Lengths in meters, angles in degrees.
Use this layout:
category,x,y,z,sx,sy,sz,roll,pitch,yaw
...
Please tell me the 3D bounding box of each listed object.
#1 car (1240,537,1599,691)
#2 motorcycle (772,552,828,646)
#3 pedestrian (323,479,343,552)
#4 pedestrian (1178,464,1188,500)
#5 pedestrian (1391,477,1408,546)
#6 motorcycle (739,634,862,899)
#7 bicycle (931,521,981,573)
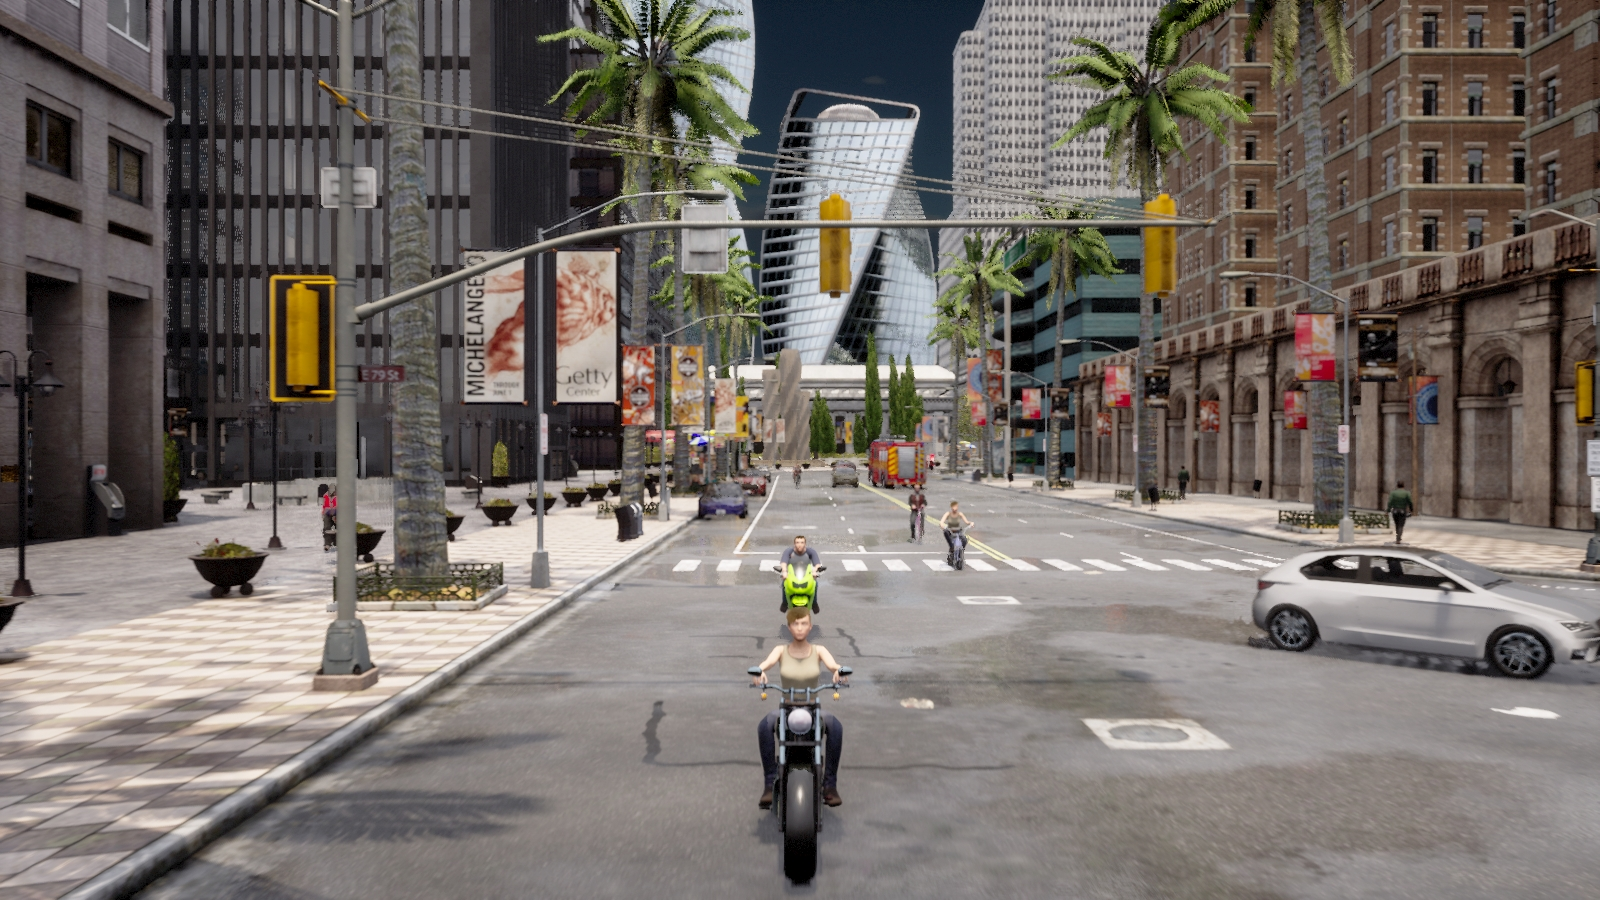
category,x,y,z,sx,sy,sz,roll,pitch,yaw
car,8.374,2.065,15.394,4.193,1.474,1.816,0,0,44
motorcycle,0.001,2.212,17.280,0.803,1.145,2.033,0,0,0
pedestrian,-12.170,1.702,29.760,0.375,1.860,0.375,0,0,-3
pedestrian,20.245,1.694,60.421,0.375,1.860,0.375,0,0,0
pedestrian,16.582,1.695,31.593,0.375,1.860,0.375,0,0,36
motorcycle,0.002,2.169,8.291,0.764,1.277,2.356,0,0,0
bicycle,3.640,2.255,26.815,0.859,1.080,1.487,0,0,-4
